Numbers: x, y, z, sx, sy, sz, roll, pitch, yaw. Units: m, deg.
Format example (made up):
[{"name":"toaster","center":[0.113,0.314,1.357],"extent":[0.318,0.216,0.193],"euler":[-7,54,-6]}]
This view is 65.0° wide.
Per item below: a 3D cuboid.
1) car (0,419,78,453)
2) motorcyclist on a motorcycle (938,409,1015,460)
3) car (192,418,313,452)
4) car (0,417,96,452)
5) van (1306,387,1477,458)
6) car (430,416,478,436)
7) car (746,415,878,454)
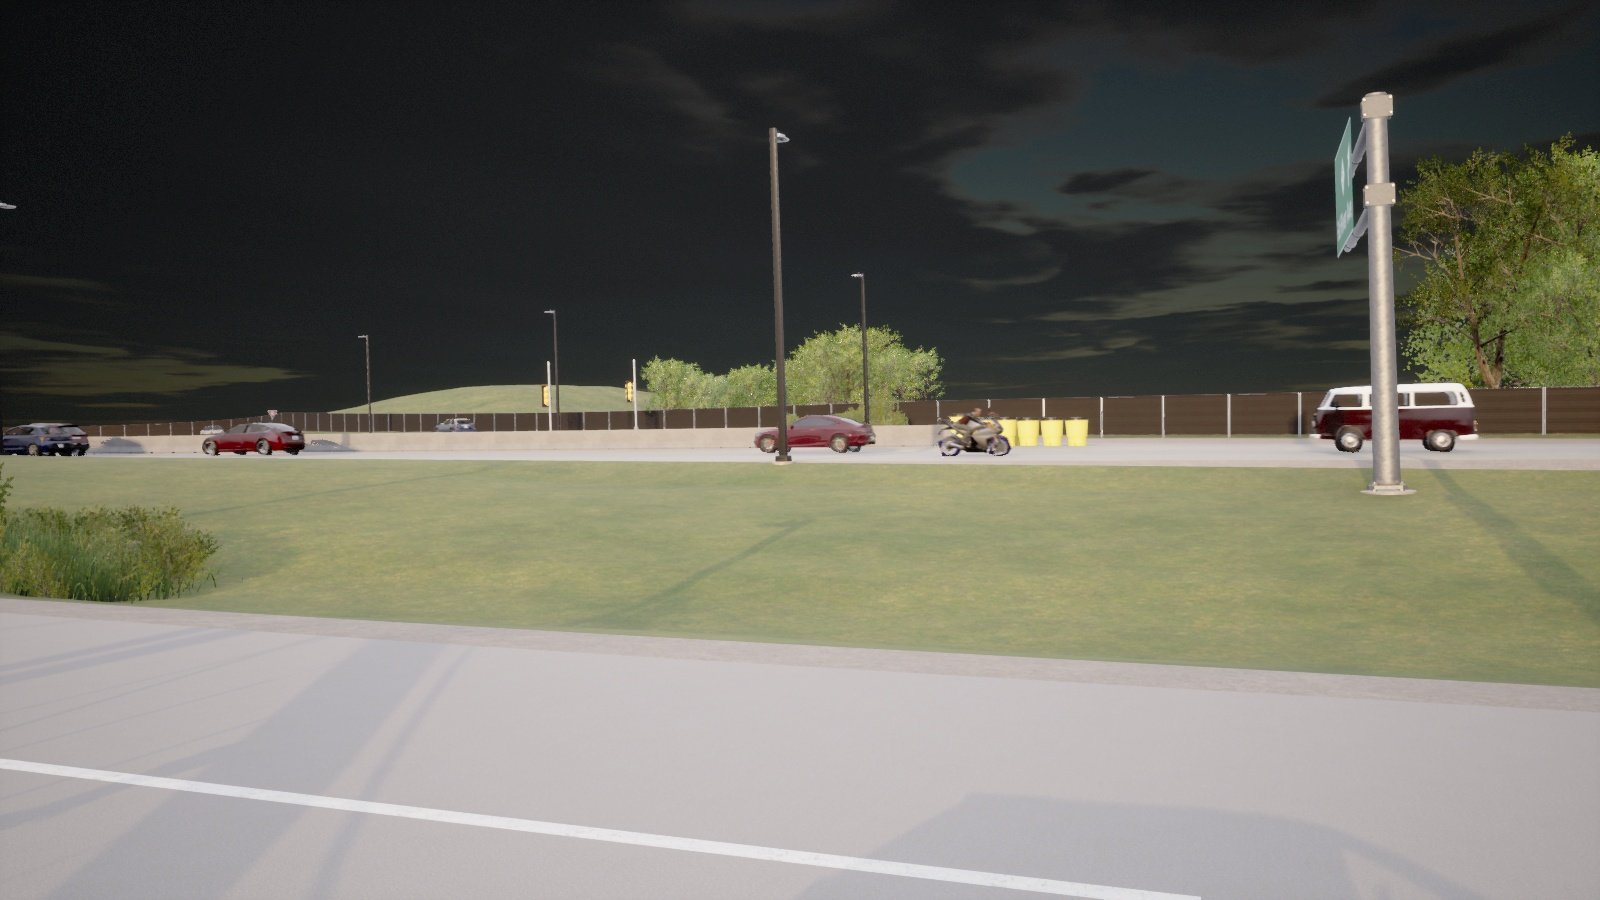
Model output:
[{"name":"car","center":[-34.983,-0.631,56.730],"extent":[4.193,1.474,1.816],"euler":[0,1,20]},{"name":"motorcyclist on a motorcycle","center":[5.394,-0.470,38.327],"extent":[2.191,1.530,0.866],"euler":[0,1,20]},{"name":"car","center":[-24.723,-0.669,56.723],"extent":[4.792,1.488,2.163],"euler":[0,1,20]},{"name":"car","center":[-36.989,-0.772,61.182],"extent":[4.856,1.649,2.033],"euler":[0,1,20]},{"name":"van","center":[17.595,-0.811,37.610],"extent":[4.480,2.038,2.069],"euler":[0,1,20]},{"name":"car","center":[-26.246,-1.850,95.164],"extent":[1.970,1.475,3.806],"euler":[-2,2,-43]},{"name":"car","center":[0.452,-0.589,47.571],"extent":[4.674,1.442,1.812],"euler":[0,1,20]}]
